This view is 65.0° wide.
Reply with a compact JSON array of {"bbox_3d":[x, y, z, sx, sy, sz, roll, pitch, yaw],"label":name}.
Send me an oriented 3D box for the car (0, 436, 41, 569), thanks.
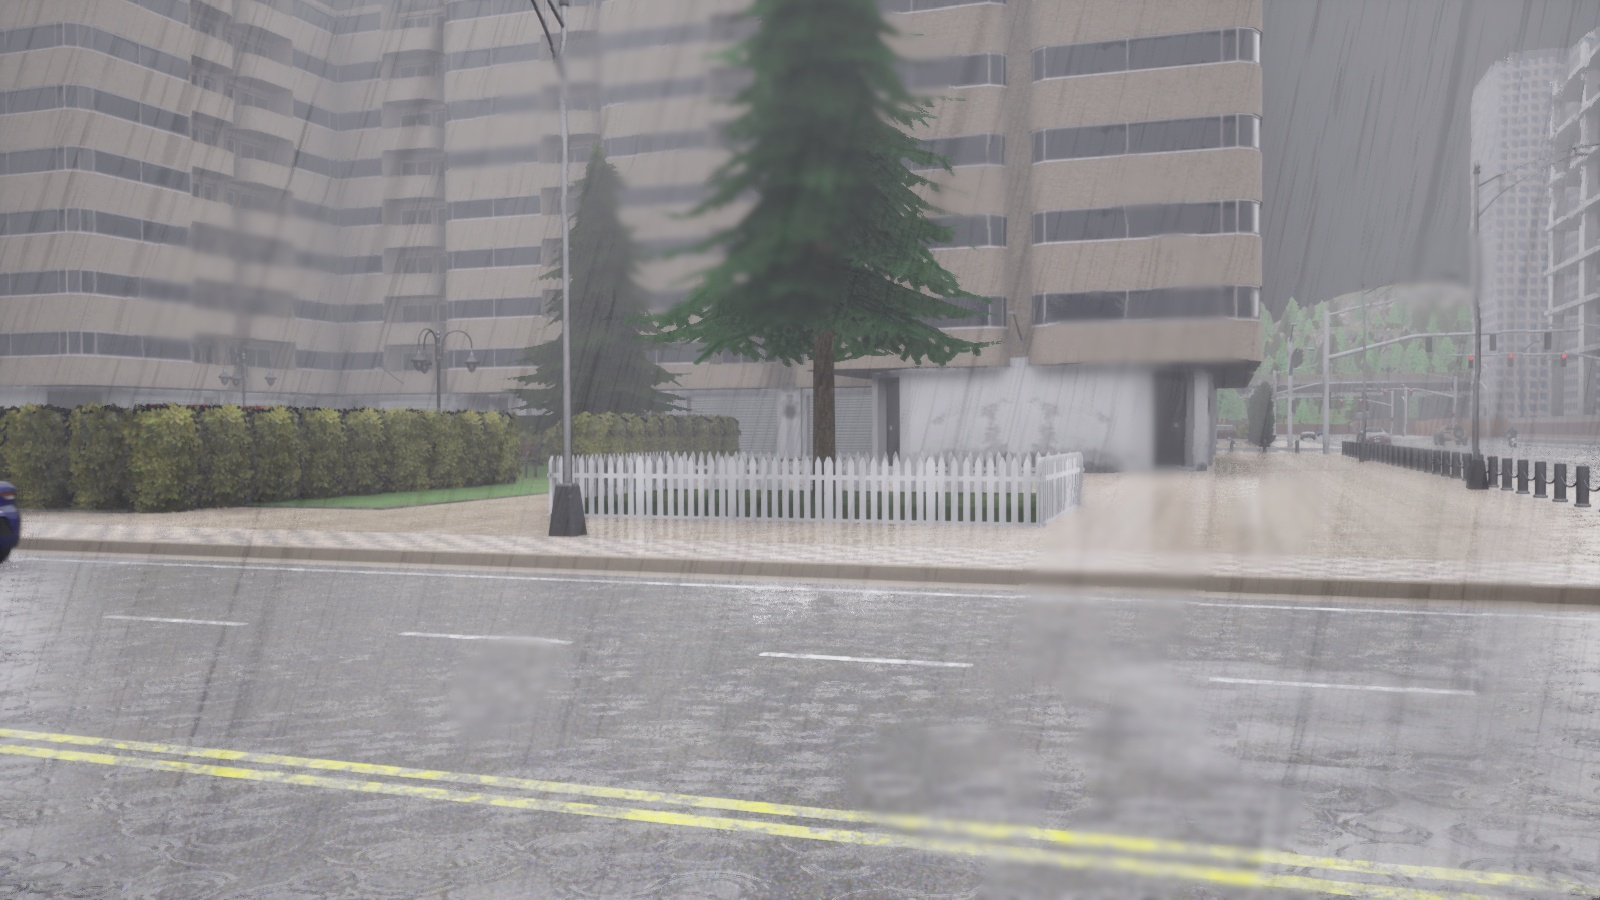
[{"bbox_3d":[-11.035,0.579,14.114,4.193,1.474,1.816,0,1,13],"label":"car"}]
